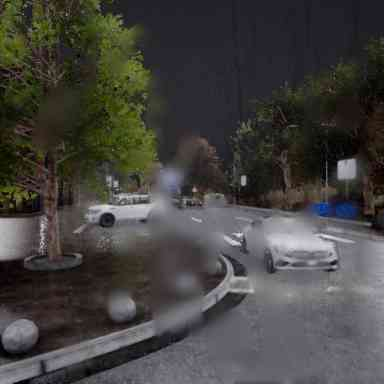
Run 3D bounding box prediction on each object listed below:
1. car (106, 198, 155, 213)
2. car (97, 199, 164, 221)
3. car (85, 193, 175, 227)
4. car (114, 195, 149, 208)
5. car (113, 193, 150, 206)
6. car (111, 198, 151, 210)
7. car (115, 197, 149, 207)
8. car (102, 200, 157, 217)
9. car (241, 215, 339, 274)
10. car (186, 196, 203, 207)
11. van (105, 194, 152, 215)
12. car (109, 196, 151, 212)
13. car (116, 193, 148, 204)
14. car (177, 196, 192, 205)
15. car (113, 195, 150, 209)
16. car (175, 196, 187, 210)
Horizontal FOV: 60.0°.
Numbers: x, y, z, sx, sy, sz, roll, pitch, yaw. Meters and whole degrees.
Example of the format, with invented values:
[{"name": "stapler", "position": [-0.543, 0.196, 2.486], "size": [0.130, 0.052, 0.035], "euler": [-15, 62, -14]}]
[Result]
[{"name": "car", "position": [-6.972, 1.492, 37.697], "size": [5.008, 1.535, 2.097], "euler": [-1, 0, -30]}, {"name": "car", "position": [-5.267, 1.484, 28.915], "size": [5.366, 1.575, 1.946], "euler": [-1, 0, -30]}, {"name": "car", "position": [-4.404, 1.236, 22.880], "size": [5.566, 2.045, 2.435], "euler": [-1, 0, -30]}, {"name": "car", "position": [-8.996, 1.373, 49.547], "size": [4.553, 1.767, 2.185], "euler": [-1, 0, -30]}, {"name": "car", "position": [-10.024, 1.255, 55.472], "size": [5.566, 2.045, 2.435], "euler": [-1, 0, -30]}, {"name": "car", "position": [-8.007, 1.534, 43.618], "size": [4.674, 1.452, 2.002], "euler": [-1, 0, -30]}, {"name": "car", "position": [-9.513, 1.532, 52.516], "size": [4.792, 1.488, 2.163], "euler": [-1, 0, -30]}, {"name": "car", "position": [-5.953, 1.530, 31.781], "size": [4.674, 1.452, 2.002], "euler": [-1, 0, -30]}, {"name": "car", "position": [2.857, 1.525, 10.755], "size": [1.812, 1.442, 4.674], "euler": [0, 0, -5]}, {"name": "car", "position": [0.277, 1.615, 51.244], "size": [1.895, 1.301, 4.718], "euler": [0, 0, -10]}, {"name": "van", "position": [-6.567, 1.267, 34.676], "size": [4.442, 1.987, 1.878], "euler": [-1, 0, -30]}, {"name": "car", "position": [-7.527, 1.368, 40.648], "size": [4.553, 1.767, 2.185], "euler": [-1, 0, -30]}, {"name": "car", "position": [-11.563, 1.274, 64.357], "size": [5.566, 2.045, 2.435], "euler": [-1, 0, -30]}, {"name": "car", "position": [-1.454, 1.520, 60.874], "size": [2.128, 1.511, 4.902], "euler": [0, 0, -10]}, {"name": "car", "position": [-8.487, 1.370, 46.589], "size": [4.553, 1.767, 2.185], "euler": [-1, 0, -30]}, {"name": "car", "position": [-2.366, 1.556, 42.092], "size": [2.033, 1.411, 5.357], "euler": [0, 0, -10]}]
